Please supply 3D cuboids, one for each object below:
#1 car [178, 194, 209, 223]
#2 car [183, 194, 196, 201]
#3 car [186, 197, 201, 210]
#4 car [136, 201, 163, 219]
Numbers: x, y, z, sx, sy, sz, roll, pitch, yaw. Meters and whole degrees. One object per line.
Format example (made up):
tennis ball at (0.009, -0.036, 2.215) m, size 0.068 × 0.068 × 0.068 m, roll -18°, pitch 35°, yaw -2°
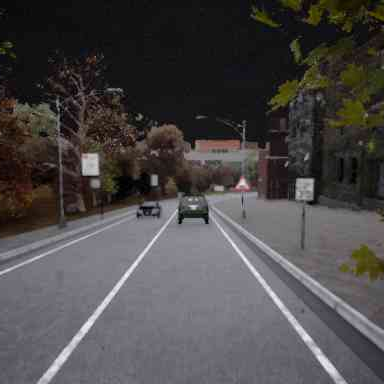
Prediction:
car at (0.106, 1.176, 24.859) m, size 2.150 × 2.045 × 5.566 m, roll 0°, pitch 0°, yaw 0°
car at (-0.439, 1.194, 69.692) m, size 1.895 × 1.301 × 4.718 m, roll 1°, pitch 1°, yaw 12°
car at (0.171, 1.449, 42.897) m, size 1.812 × 1.442 × 4.674 m, roll 0°, pitch 0°, yaw 1°
car at (-3.585, 1.512, 28.643) m, size 1.994 × 1.385 × 4.181 m, roll 0°, pitch 0°, yaw 0°
